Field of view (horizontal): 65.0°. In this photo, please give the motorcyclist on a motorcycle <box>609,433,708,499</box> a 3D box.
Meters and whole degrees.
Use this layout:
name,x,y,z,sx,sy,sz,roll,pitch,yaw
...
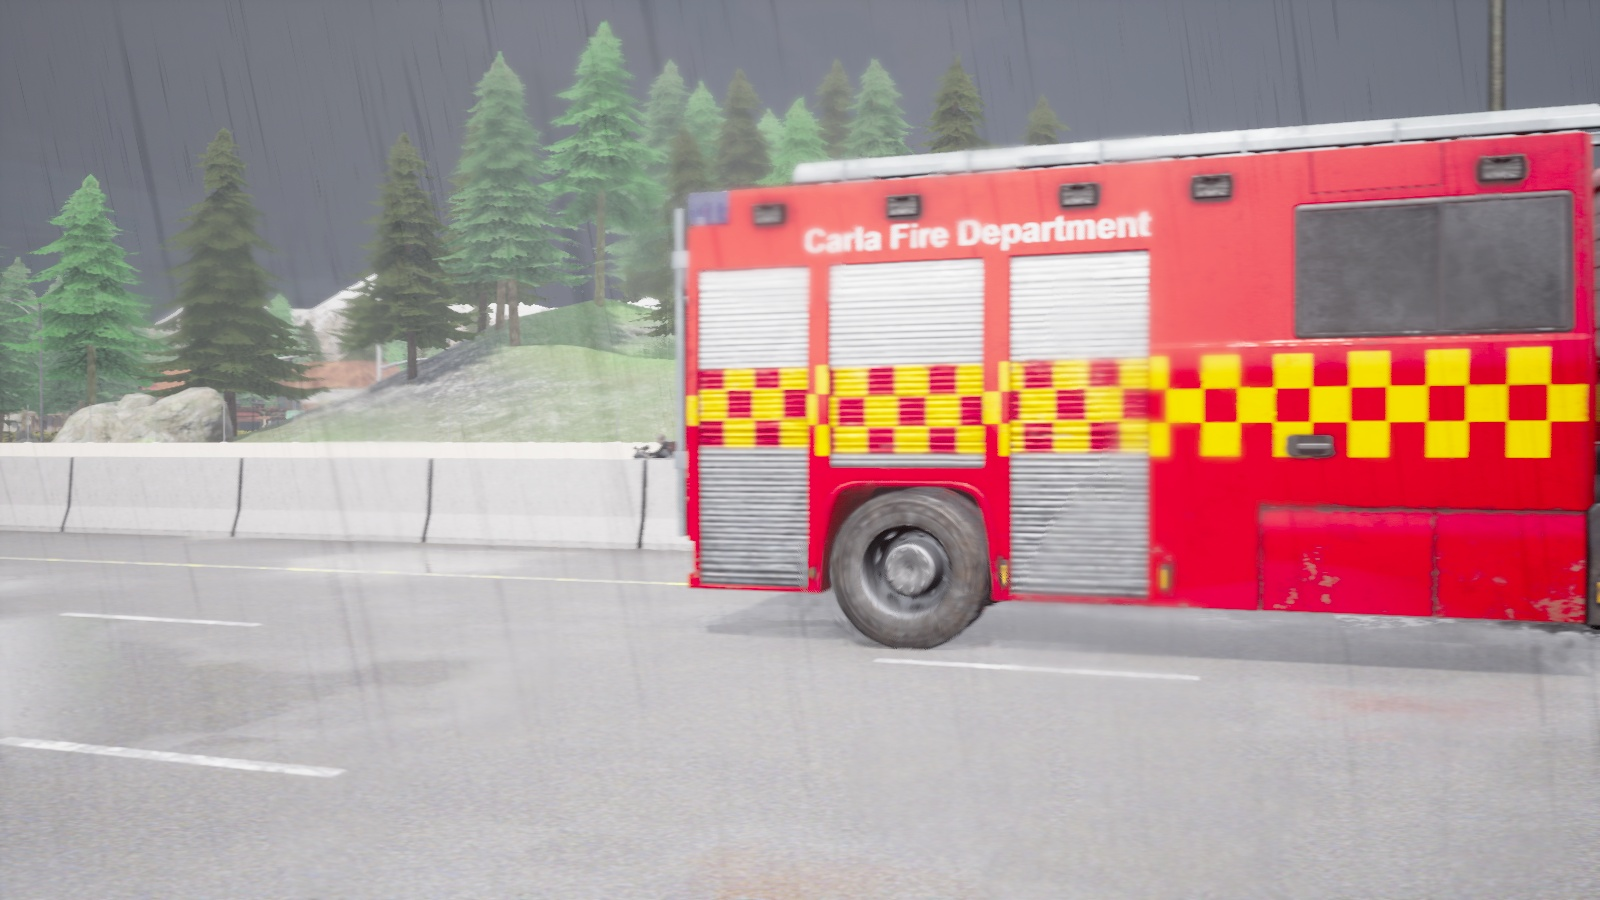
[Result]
name,x,y,z,sx,sy,sz,roll,pitch,yaw
motorcyclist on a motorcycle,-3.404,0.365,30.186,2.191,1.530,0.866,1,1,19

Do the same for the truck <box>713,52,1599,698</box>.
name,x,y,z,sx,sy,sz,roll,pitch,yaw
truck,3.839,-0.472,9.269,8.468,3.827,2.891,1,1,19
